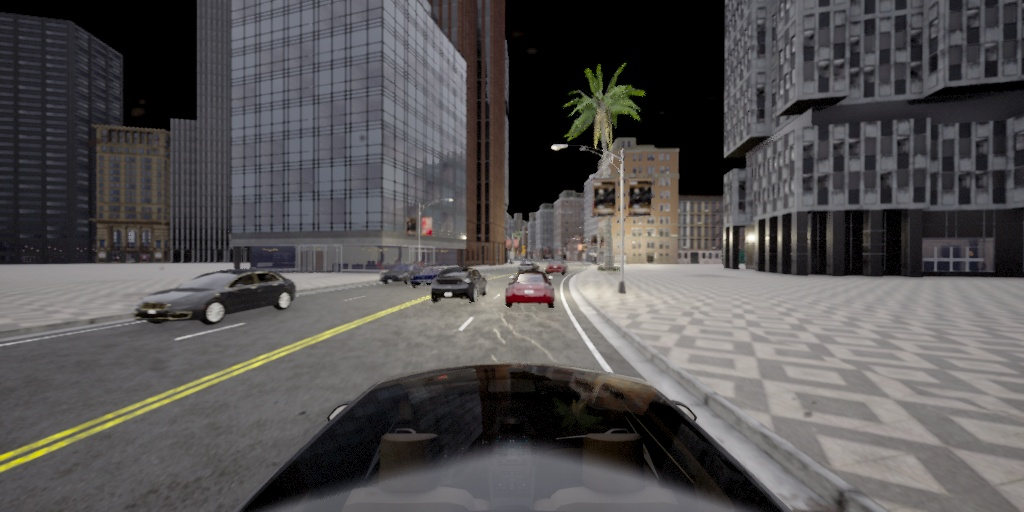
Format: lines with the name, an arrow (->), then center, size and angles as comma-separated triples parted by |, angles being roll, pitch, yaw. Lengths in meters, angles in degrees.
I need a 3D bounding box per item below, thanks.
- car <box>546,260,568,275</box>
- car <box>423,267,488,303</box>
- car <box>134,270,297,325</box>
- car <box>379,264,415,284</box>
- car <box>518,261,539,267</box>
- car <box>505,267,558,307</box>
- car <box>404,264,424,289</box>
car -> 5.175, 1.192, 40.705 | 2.097, 1.767, 4.553 | 0, 0, 14
car -> -2.322, 1.273, 16.757 | 1.837, 1.490, 4.892 | 0, 0, 6
car -> -9.381, 1.238, 11.930 | 1.837, 1.490, 4.892 | 0, 0, 4
car -> -7.799, 1.308, 26.752 | 2.033, 1.411, 5.357 | 0, 0, 9
car -> 2.022, 1.319, 41.566 | 2.128, 1.511, 4.902 | 0, 0, 14
car -> 0.842, 1.342, 15.730 | 1.994, 1.385, 4.181 | 0, 0, 5
car -> -4.991, 1.368, 23.521 | 1.895, 1.301, 4.718 | 0, 0, 8
